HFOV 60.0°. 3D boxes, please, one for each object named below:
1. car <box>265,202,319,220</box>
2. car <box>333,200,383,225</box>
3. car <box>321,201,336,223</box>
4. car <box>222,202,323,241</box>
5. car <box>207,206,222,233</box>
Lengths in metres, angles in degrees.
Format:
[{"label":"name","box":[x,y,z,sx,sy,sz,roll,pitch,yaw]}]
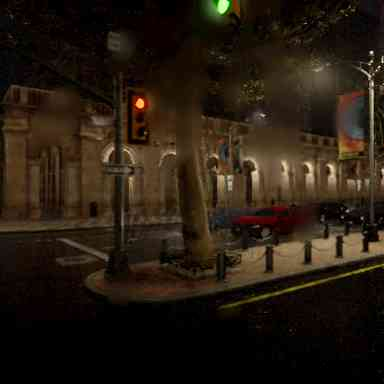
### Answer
[{"label":"car","box":[8.512,1.568,28.066,4.718,1.301,1.895,0,0,-36]},{"label":"car","box":[12.175,1.521,22.411,5.357,1.411,2.033,0,0,-35]},{"label":"car","box":[9.960,1.479,25.126,4.892,1.490,1.837,0,0,-35]},{"label":"car","box":[4.149,1.463,16.762,5.008,1.535,1.882,0,0,-35]},{"label":"car","box":[2.156,1.532,19.639,5.357,1.411,2.033,0,0,-35]}]
